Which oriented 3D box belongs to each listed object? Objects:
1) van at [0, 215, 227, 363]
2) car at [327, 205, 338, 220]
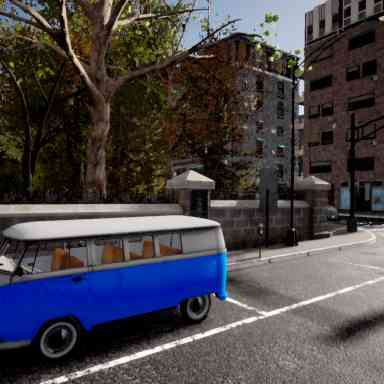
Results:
[{"bbox_3d":[-1.253,1.342,5.608,3.998,1.788,1.690,0,1,-36],"label":"van"},{"bbox_3d":[9.204,1.250,26.552,2.097,1.767,4.553,1,0,-35],"label":"car"}]
